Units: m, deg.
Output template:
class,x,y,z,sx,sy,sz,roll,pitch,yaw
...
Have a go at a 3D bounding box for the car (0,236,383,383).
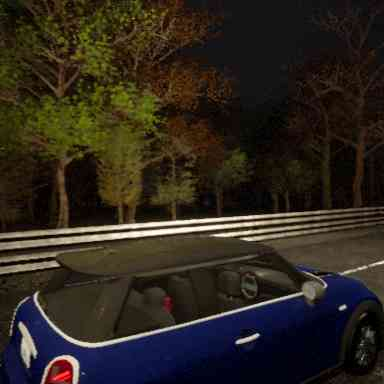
class,x,y,z,sx,sy,sz,roll,pitch,yaw
car,0.345,1.334,4.002,4.553,1.767,2.097,-1,0,-36
